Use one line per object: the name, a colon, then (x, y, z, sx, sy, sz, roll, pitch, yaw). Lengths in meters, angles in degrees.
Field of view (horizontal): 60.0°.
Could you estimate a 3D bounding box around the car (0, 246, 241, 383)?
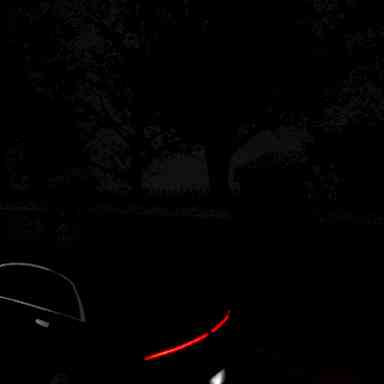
car: (-1.736, 1.518, 4.517, 4.892, 1.490, 1.837, 0, 0, 35)
